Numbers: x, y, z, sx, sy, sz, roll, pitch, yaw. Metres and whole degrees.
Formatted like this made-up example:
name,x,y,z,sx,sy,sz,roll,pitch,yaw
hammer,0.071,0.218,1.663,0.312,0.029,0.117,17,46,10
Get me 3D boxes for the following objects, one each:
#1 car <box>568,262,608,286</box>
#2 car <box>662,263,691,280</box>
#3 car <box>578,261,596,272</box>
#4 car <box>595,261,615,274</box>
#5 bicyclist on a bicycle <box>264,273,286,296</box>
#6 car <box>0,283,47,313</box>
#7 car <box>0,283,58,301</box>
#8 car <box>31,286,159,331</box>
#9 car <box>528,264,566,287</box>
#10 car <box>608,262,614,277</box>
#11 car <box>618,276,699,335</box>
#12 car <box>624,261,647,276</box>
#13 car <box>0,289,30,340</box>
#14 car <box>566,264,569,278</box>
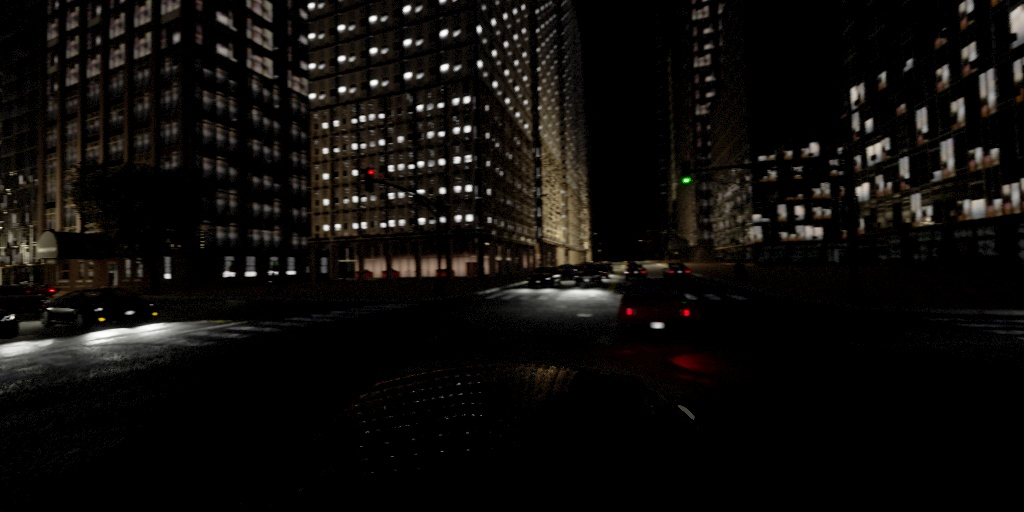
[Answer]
name,x,y,z,sx,sy,sz,roll,pitch,yaw
car,5.929,1.444,27.453,2.128,1.511,4.902,-2,-1,17
car,13.968,1.302,30.597,2.033,1.411,5.357,-2,-1,18
car,11.767,1.609,55.804,2.128,1.511,4.902,-2,-1,18
car,12.083,1.489,46.219,2.128,1.511,4.902,-2,-1,18
bicyclist on a bicycle,-17.089,2.024,25.844,0.582,1.620,1.656,-2,-1,21
car,-24.168,2.132,16.907,5.008,1.535,1.882,-2,-2,21
car,-40.860,2.981,30.230,4.718,1.301,1.895,-2,-2,21
car,-15.757,1.943,13.739,4.181,1.385,1.994,-2,-2,21
car,2.594,1.558,27.679,1.837,1.490,4.892,-2,-1,18
car,8.960,1.523,36.659,2.033,1.411,5.357,-2,-1,18
car,4.239,1.454,10.931,1.895,1.301,4.718,-2,-2,18
car,11.025,1.406,32.052,2.033,1.411,5.357,-2,-1,18
car,-17.131,1.860,10.786,4.674,1.442,1.812,-2,-2,21
car,5.500,1.553,36.564,1.882,1.535,5.008,-2,-1,18
